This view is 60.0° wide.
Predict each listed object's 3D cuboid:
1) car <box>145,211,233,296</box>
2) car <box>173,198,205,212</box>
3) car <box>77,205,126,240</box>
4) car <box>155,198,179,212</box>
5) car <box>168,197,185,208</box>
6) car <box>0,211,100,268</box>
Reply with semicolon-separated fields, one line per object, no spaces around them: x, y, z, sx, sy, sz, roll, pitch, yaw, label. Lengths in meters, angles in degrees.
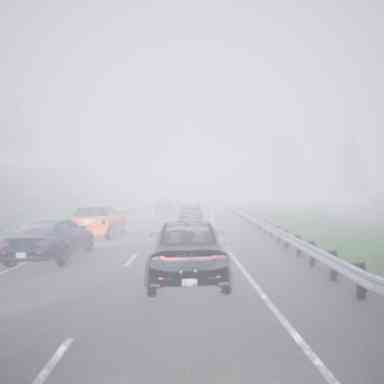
-0.114;1.508;8.743;2.128;1.511;4.902;-1;0;-2;car
-0.001;1.535;26.247;2.128;1.511;4.902;-1;0;2;car
-4.903;1.470;17.695;2.097;1.767;4.553;-1;0;0;car
-3.060;1.473;39.380;2.097;1.767;4.553;-1;0;4;car
-2.383;1.622;52.289;2.128;1.511;4.902;-1;0;3;car
-4.878;1.635;11.739;1.812;1.442;4.674;-1;0;-1;car
